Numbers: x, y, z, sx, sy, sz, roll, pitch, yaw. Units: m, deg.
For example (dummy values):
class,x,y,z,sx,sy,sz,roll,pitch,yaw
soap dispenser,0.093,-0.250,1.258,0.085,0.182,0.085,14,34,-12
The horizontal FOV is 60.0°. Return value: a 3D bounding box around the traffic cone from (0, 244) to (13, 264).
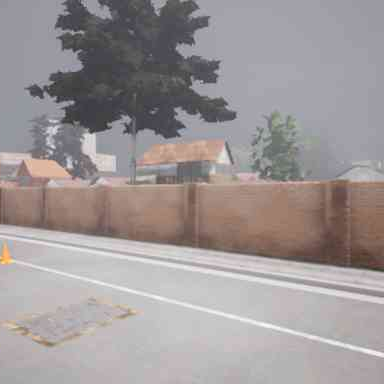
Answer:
class,x,y,z,sx,sy,sz,roll,pitch,yaw
traffic cone,-6.029,1.997,10.801,0.340,0.580,0.340,0,0,37
